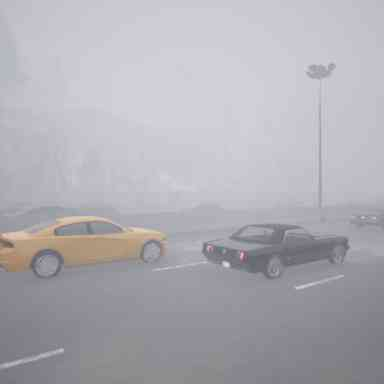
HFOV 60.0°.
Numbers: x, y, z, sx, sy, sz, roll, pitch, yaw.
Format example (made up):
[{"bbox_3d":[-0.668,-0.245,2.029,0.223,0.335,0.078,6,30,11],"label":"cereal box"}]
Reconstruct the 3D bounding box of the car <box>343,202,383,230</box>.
[{"bbox_3d":[12.061,1.547,20.948,5.357,1.411,2.033,0,0,-35],"label":"car"}]

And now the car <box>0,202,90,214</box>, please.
[{"bbox_3d":[-8.785,1.504,19.223,4.892,1.490,1.837,0,0,-35],"label":"car"}]

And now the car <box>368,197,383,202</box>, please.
[{"bbox_3d":[30.860,1.545,55.817,5.357,1.411,2.033,0,0,-34],"label":"car"}]

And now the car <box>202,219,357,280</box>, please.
[{"bbox_3d":[2.697,1.600,9.969,4.718,1.301,1.895,0,0,-36],"label":"car"}]

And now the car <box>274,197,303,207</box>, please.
[{"bbox_3d":[14.118,1.502,48.438,4.892,1.490,1.837,0,0,-35],"label":"car"}]

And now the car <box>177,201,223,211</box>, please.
[{"bbox_3d":[0.787,1.524,30.347,4.674,1.442,1.812,0,0,-35],"label":"car"}]

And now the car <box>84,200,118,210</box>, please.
[{"bbox_3d":[-8.658,1.476,27.912,5.008,1.535,1.882,0,0,-35],"label":"car"}]

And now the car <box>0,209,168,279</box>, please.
[{"bbox_3d":[-3.095,1.477,10.137,5.008,1.535,1.882,0,0,-35],"label":"car"}]

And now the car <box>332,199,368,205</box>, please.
[{"bbox_3d":[17.764,1.524,38.149,4.674,1.442,1.812,0,0,-35],"label":"car"}]
